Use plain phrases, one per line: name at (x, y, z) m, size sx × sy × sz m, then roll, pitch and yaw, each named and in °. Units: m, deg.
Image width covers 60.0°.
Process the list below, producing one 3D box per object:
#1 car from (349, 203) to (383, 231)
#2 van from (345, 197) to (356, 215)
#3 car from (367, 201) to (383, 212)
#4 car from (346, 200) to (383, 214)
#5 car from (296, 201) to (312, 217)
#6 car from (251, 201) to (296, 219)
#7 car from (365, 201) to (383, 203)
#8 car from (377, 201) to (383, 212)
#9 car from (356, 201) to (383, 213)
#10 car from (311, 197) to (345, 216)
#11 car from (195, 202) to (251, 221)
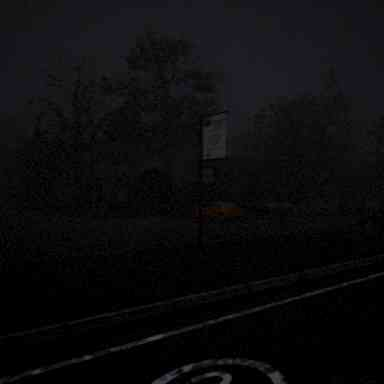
car at (12.091, 1.612, 19.060) m, size 2.231 × 1.521 × 4.892 m, roll 1°, pitch 0°, yaw -35°
van at (15.780, 1.569, 37.907) m, size 1.878 × 1.987 × 4.442 m, roll 1°, pitch -1°, yaw -36°
car at (27.190, 2.053, 45.887) m, size 2.163 × 1.488 × 4.792 m, roll 1°, pitch -1°, yaw -36°
car at (22.751, 1.929, 42.519) m, size 1.946 × 1.575 × 5.366 m, roll 1°, pitch -1°, yaw -36°
car at (9.048, 1.715, 32.963) m, size 2.002 × 1.452 × 4.674 m, roll 1°, pitch -1°, yaw -35°
car at (6.778, 1.640, 31.348) m, size 2.097 × 1.535 × 5.008 m, roll 1°, pitch 0°, yaw -35°
car at (14.354, 1.390, 20.715) m, size 2.435 × 2.045 × 5.566 m, roll 1°, pitch -1°, yaw -35°
car at (29.421, 2.098, 47.555) m, size 2.163 × 1.488 × 4.792 m, roll 1°, pitch -1°, yaw -36°
car at (24.912, 1.977, 44.287) m, size 2.097 × 1.535 × 5.008 m, roll 1°, pitch -1°, yaw -36°
car at (13.602, 1.627, 36.171) m, size 2.185 × 1.767 × 4.553 m, roll 1°, pitch -1°, yaw -36°
car at (2.249, 1.583, 28.108) m, size 2.097 × 1.535 × 5.008 m, roll 1°, pitch 0°, yaw -35°
